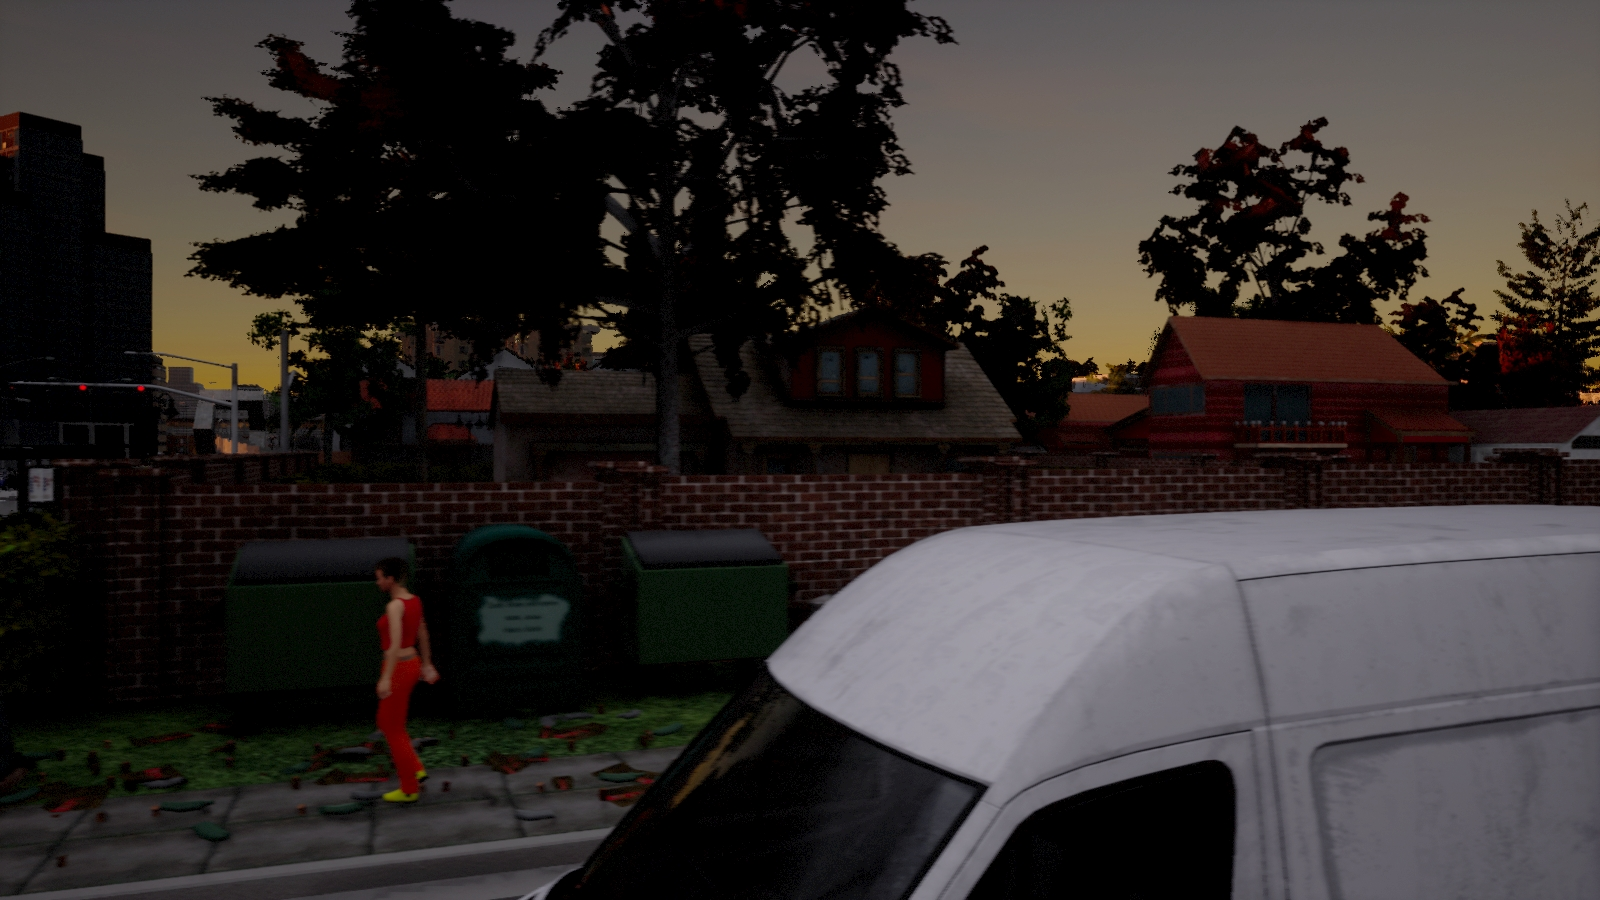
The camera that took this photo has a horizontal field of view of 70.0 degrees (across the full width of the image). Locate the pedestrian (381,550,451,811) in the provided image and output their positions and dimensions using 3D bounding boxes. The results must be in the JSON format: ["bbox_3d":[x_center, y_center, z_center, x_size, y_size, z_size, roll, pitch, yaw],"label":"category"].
[{"bbox_3d":[-2.852,1.696,8.509,0.375,1.860,0.375,0,0,5],"label":"pedestrian"}]

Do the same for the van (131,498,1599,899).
[{"bbox_3d":[1.365,1.533,3.790,5.915,2.561,1.988,0,0,-20],"label":"van"}]
